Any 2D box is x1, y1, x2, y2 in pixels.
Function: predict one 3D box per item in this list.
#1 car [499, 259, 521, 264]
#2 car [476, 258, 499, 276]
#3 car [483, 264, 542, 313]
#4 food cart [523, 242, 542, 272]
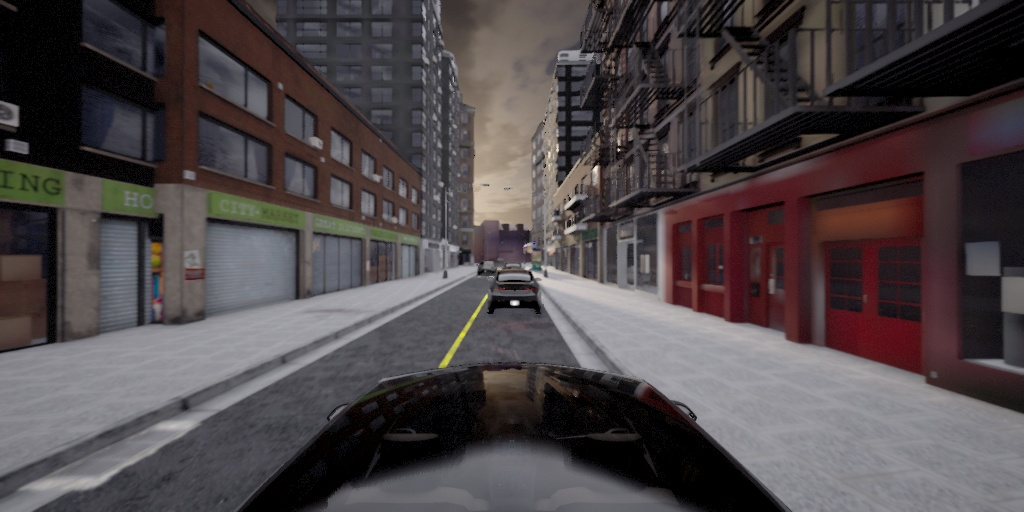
[{"bbox_3d":[0.087,1.244,29.639,1.837,1.490,4.892,0,0,0],"label":"car"},{"bbox_3d":[-2.602,1.245,37.422,1.837,1.490,4.892,0,0,0],"label":"car"},{"bbox_3d":[0.089,1.248,13.886,1.837,1.490,4.892,0,0,0],"label":"car"},{"bbox_3d":[2.875,0.206,43.609,2.280,3.560,4.660,0,0,0],"label":"food cart"}]
